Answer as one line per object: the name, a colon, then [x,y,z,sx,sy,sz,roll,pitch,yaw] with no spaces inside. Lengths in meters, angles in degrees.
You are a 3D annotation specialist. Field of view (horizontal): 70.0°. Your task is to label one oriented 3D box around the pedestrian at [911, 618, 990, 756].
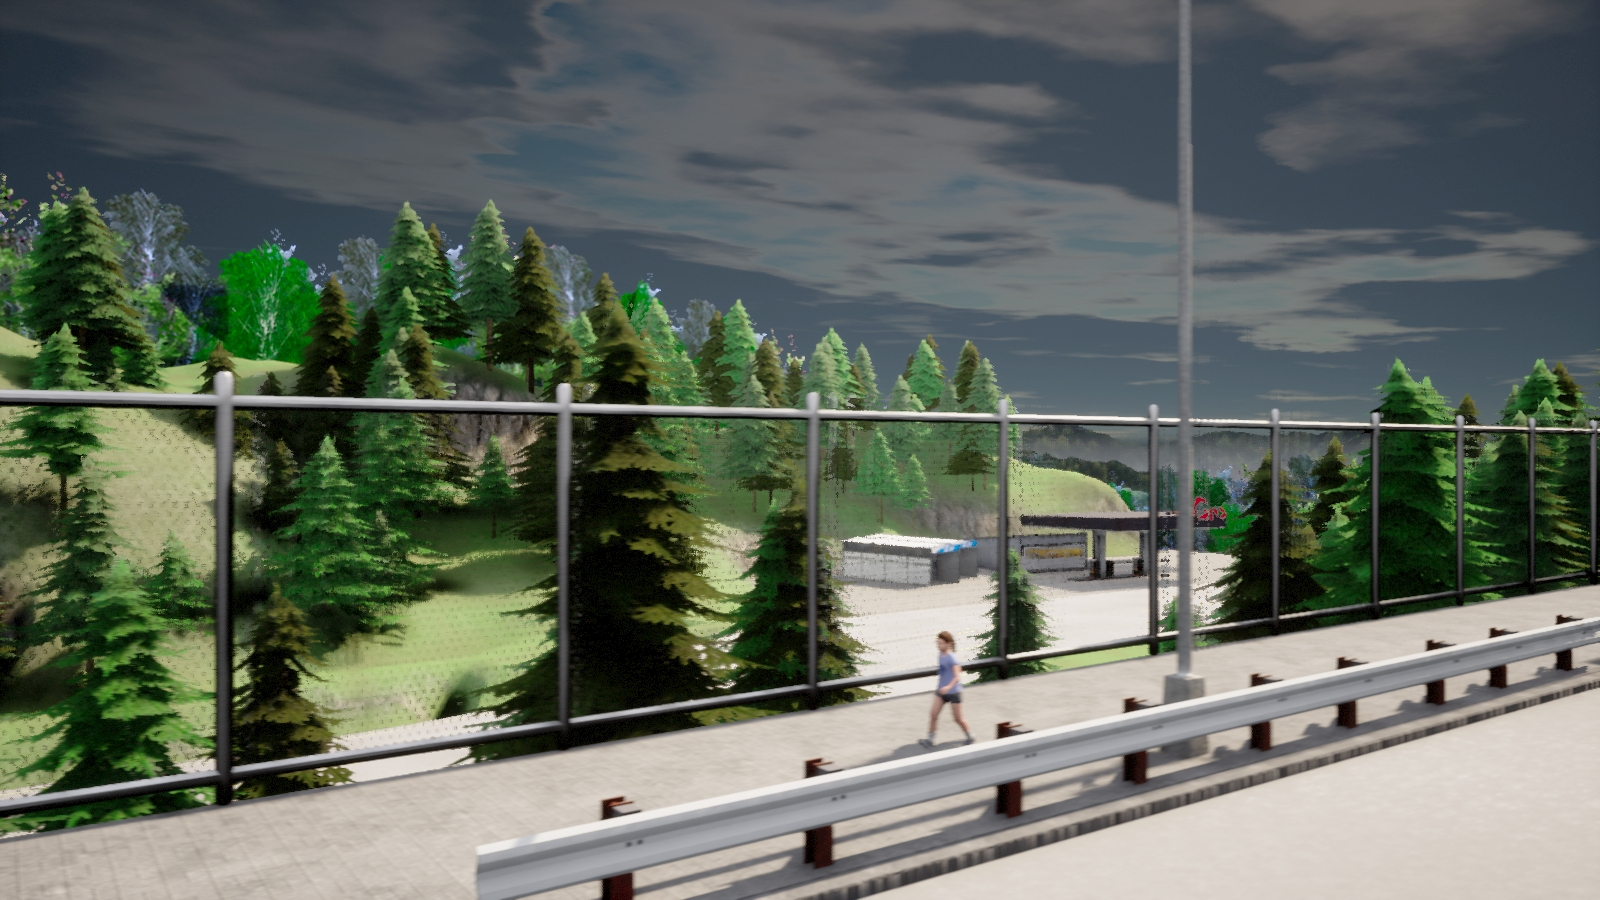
pedestrian: [1.363,2.125,10.345,0.500,1.100,0.500,0,0,-35]
